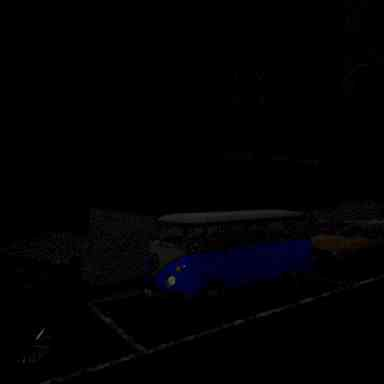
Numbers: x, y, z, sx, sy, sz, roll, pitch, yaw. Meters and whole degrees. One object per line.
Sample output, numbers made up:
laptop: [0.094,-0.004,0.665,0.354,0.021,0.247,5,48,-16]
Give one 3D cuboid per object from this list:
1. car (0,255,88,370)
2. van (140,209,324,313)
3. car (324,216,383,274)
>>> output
car: [-3.527,1.569,4.137,4.313,1.339,1.947,0,0,-35]
van: [0.899,1.307,7.293,3.998,1.788,1.690,0,0,-35]
car: [5.189,1.456,10.352,4.829,1.417,1.752,0,0,-35]
